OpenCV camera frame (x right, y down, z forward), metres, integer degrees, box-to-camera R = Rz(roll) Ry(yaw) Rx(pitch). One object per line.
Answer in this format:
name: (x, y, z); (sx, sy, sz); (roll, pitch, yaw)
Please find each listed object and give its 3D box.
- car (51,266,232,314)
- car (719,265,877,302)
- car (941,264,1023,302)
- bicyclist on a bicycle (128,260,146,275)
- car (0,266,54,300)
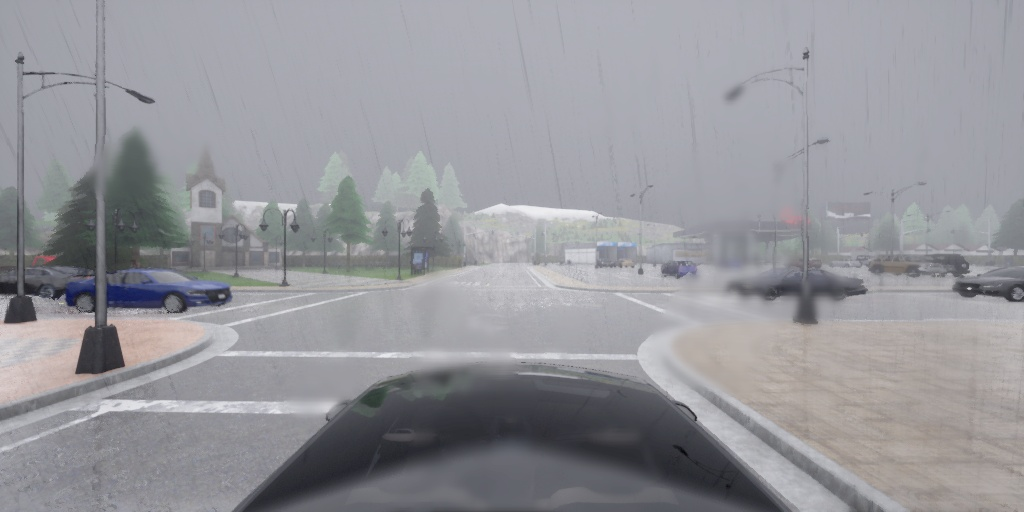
car: (-13.083, 1.212, 13.106); (5.008, 1.535, 1.882); (0, 0, 1)
car: (12.884, 1.282, 16.437); (5.357, 1.411, 2.033); (0, 0, 1)
car: (23.214, 1.240, 16.297); (4.892, 1.490, 1.837); (0, 0, 1)
bicyclist on a bicycle: (-21.710, 1.035, 20.713); (0.582, 1.620, 1.656); (0, 0, 1)
car: (-22.159, 1.226, 16.943); (4.902, 1.511, 2.128); (0, 0, 1)
